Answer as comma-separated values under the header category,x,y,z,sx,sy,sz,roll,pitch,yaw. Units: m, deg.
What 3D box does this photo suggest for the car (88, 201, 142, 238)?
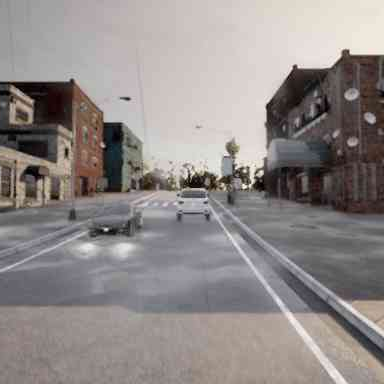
category,x,y,z,sx,sy,sz,roll,pitch,yaw
car,-3.602,1.267,16.325,1.837,1.490,4.892,0,2,0

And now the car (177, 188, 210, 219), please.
category,x,y,z,sx,sy,sz,roll,pitch,yaw
car,0.096,0.725,23.564,2.150,2.045,5.566,0,2,0

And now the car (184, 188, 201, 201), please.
category,x,y,z,sx,sy,sz,roll,pitch,yaw
car,0.091,0.295,42.138,2.033,1.411,5.357,0,2,0
